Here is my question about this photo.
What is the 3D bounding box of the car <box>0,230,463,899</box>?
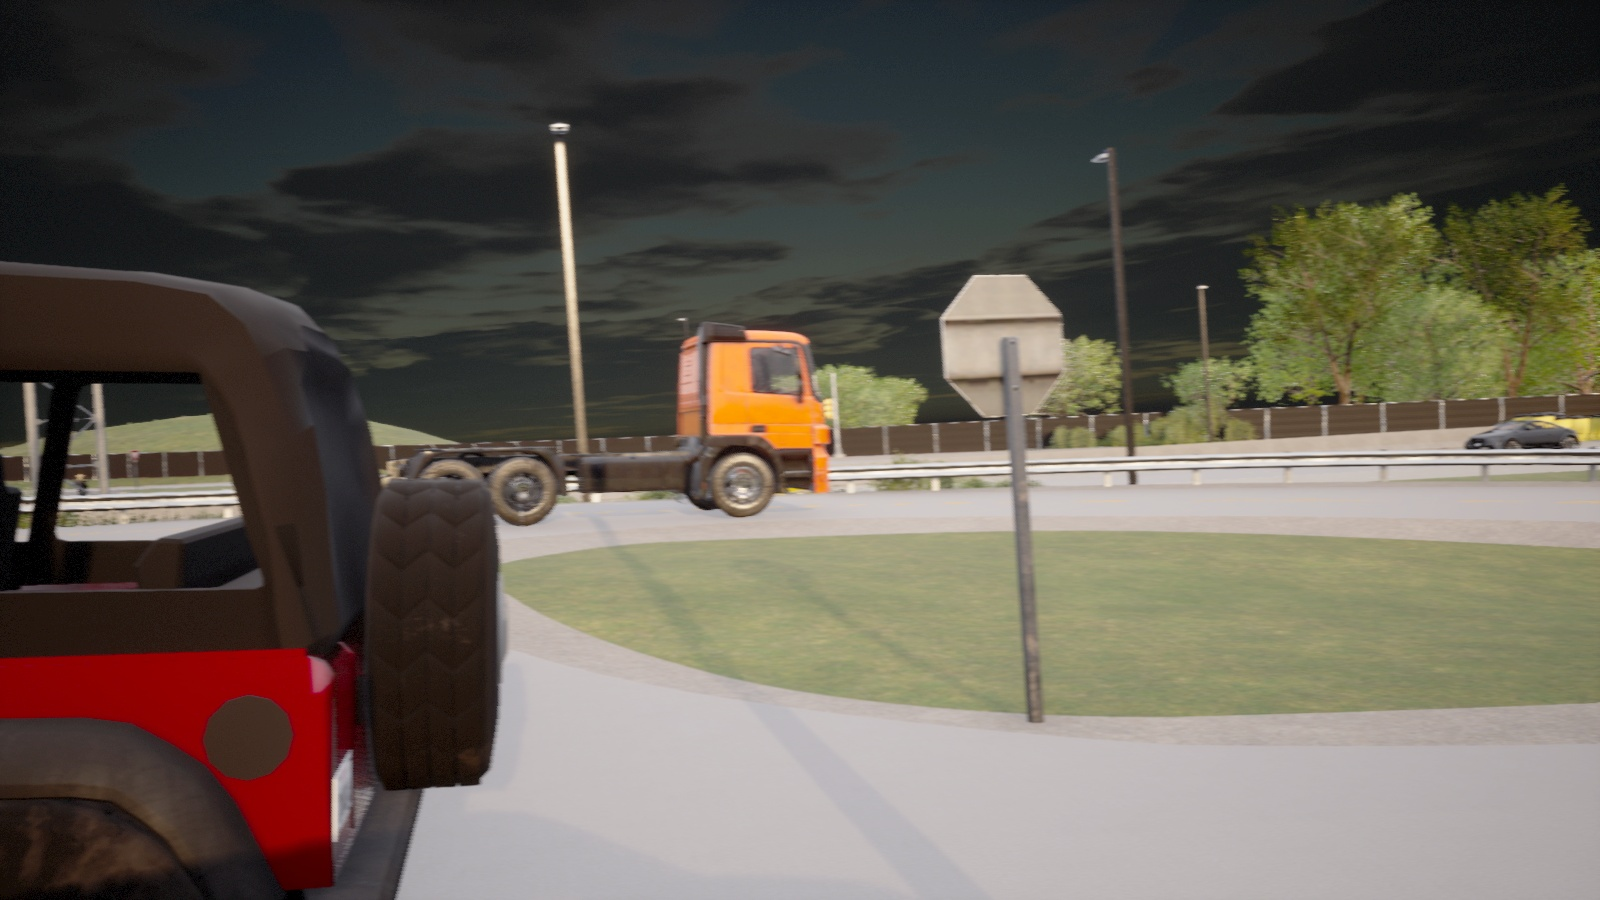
[{"bbox_3d":[-2.818,0.549,2.906,3.866,1.878,1.905,0,0,-13],"label":"car"}]

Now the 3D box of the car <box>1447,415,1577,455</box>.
[{"bbox_3d":[28.447,-0.594,50.200,4.181,1.385,1.994,-3,1,-11],"label":"car"}]

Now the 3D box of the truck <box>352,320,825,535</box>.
[{"bbox_3d":[-3.813,-0.462,22.771,7.936,3.462,2.891,-1,1,-18],"label":"truck"}]
